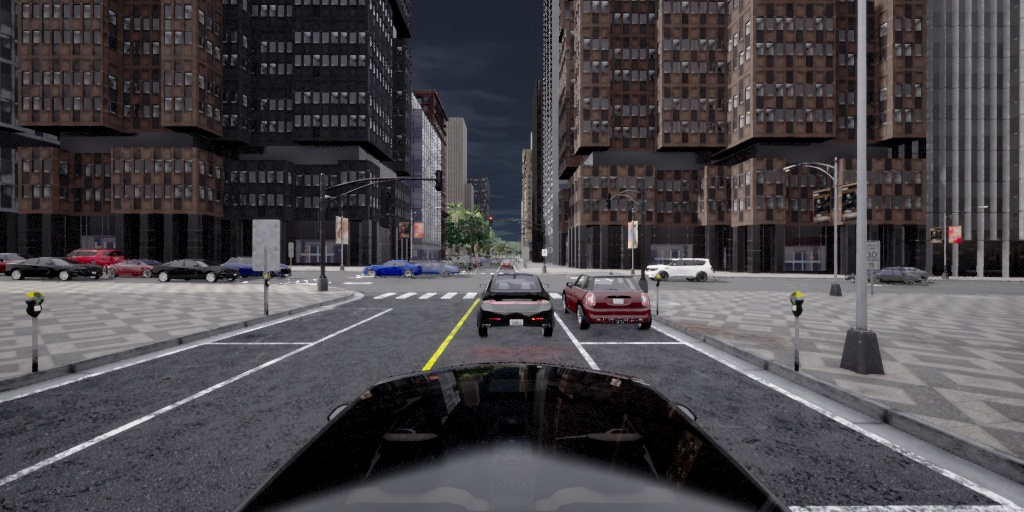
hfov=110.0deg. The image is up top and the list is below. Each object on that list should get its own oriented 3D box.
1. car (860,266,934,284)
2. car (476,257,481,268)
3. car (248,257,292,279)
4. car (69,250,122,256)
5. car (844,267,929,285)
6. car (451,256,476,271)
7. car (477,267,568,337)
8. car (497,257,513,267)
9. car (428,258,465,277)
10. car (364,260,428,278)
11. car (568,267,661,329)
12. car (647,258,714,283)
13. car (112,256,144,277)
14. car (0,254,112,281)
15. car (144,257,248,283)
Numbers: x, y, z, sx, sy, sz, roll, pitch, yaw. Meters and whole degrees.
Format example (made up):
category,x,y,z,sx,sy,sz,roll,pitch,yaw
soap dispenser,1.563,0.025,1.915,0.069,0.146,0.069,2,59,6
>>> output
category,x,y,z,sx,sy,sz,roll,pitch,yaw
car,37.216,1.802,34.738,4.902,1.511,2.128,1,0,0
car,-6.668,1.251,59.362,1.882,1.535,5.008,0,0,0
car,-19.563,0.855,27.554,4.553,1.767,2.097,1,0,0
car,-40.287,0.418,34.071,5.566,2.045,2.150,0,0,-1
car,32.518,1.792,31.460,5.357,1.411,2.033,1,0,0
car,-6.588,0.973,49.372,2.150,2.045,5.566,0,0,0
car,0.076,1.241,10.285,2.128,1.511,4.902,0,0,-1
car,-0.759,1.197,52.552,1.967,1.591,4.097,0,0,-1
car,-7.600,1.211,34.359,5.357,1.411,2.033,1,0,0
car,-10.196,1.108,31.087,5.008,1.535,1.882,1,0,0
car,2.734,1.190,11.171,1.967,1.591,4.097,0,0,0
car,14.508,1.206,31.285,5.566,2.045,2.150,1,0,1
car,-28.206,0.945,27.472,4.181,1.385,1.994,1,0,-1
car,-30.739,0.827,24.207,5.008,1.535,1.882,1,0,0
car,-21.272,0.960,24.288,5.008,1.535,1.882,1,0,-1
